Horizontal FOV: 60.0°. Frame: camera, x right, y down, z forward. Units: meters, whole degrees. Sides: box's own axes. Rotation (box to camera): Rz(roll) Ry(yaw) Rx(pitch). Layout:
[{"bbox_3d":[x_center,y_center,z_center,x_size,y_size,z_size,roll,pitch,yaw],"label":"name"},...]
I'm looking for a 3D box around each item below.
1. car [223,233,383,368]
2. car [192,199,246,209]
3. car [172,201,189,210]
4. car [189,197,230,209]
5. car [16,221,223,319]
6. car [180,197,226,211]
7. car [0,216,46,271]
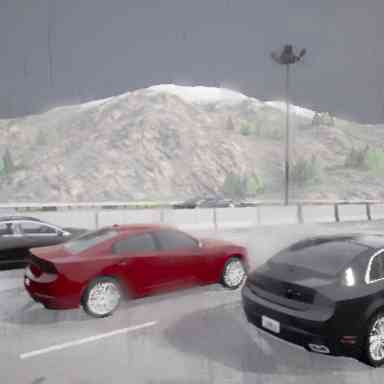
[{"bbox_3d":[3.061,1.491,5.757,4.892,1.490,1.837,0,0,-34],"label":"car"},{"bbox_3d":[2.695,1.460,26.297,4.718,1.301,1.895,0,0,-29],"label":"car"},{"bbox_3d":[0.454,1.404,33.060,4.718,1.301,1.895,0,0,-29],"label":"car"},{"bbox_3d":[2.631,1.327,30.231,4.902,1.511,2.128,0,0,-29],"label":"car"},{"bbox_3d":[-0.879,1.424,7.334,5.008,1.535,1.882,0,0,-35],"label":"car"},{"bbox_3d":[1.295,1.288,37.476,4.892,1.490,1.837,0,0,-28],"label":"car"},{"bbox_3d":[-4.564,1.403,9.031,4.902,1.511,2.128,0,0,-35],"label":"car"}]
